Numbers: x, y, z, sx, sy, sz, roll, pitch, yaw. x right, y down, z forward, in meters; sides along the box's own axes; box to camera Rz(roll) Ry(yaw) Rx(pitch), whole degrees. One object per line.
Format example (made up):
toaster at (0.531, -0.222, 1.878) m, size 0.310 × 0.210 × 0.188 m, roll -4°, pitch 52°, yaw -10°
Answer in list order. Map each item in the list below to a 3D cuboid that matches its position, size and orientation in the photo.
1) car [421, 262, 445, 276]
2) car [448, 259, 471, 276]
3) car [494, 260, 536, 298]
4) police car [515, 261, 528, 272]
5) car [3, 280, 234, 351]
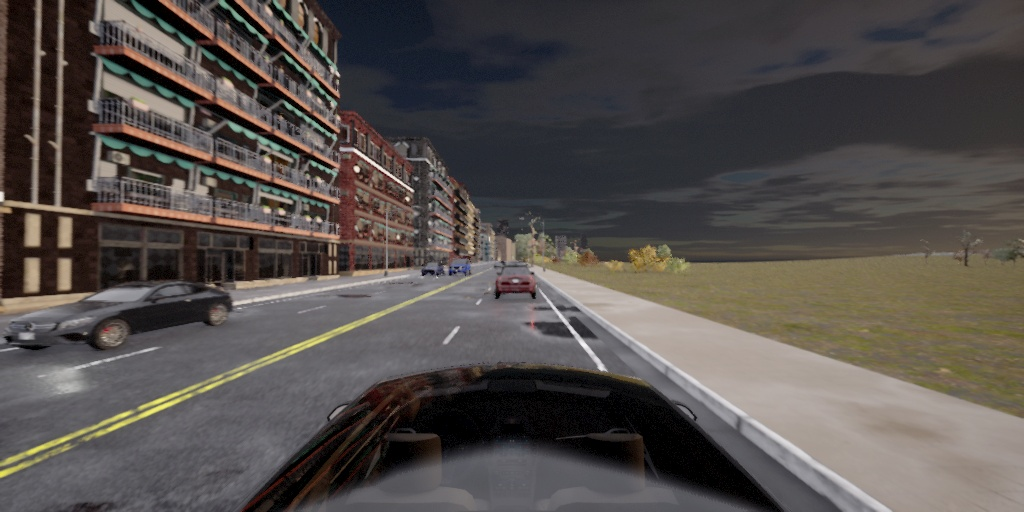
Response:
car at (-9.544, 1.507, 43.392) m, size 2.097 × 1.767 × 4.553 m, roll 0°, pitch 0°, yaw 1°
car at (-6.290, 1.367, 43.737) m, size 2.150 × 2.045 × 5.566 m, roll 0°, pitch -1°, yaw 1°
car at (0.195, 1.258, 19.773) m, size 2.097 × 1.767 × 4.553 m, roll 0°, pitch -1°, yaw 1°
police car at (1.515, 1.648, 57.532) m, size 1.930 × 1.638 × 5.238 m, roll 0°, pitch 0°, yaw 0°
car at (-9.780, 1.391, 9.575) m, size 1.812 × 1.442 × 4.674 m, roll 0°, pitch -1°, yaw 1°
